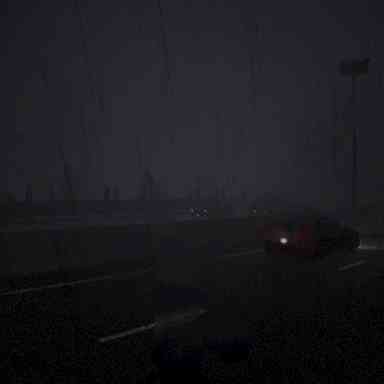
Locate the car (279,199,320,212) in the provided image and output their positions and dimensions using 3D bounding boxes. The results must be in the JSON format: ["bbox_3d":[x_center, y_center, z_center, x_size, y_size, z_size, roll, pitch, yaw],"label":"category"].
[{"bbox_3d":[9.374,1.599,28.000,1.812,1.442,4.674,0,0,38],"label":"car"}]

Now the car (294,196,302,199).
[{"bbox_3d":[20.506,1.795,66.021,1.882,1.535,5.008,0,0,14],"label":"car"}]

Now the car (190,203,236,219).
[{"bbox_3d":[1.948,1.676,29.915,1.895,1.301,4.718,0,0,40],"label":"car"}]

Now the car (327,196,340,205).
[{"bbox_3d":[27.276,1.837,64.231,1.994,1.385,4.181,0,0,14],"label":"car"}]

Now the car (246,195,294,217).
[{"bbox_3d":[7.049,1.305,30.602,2.150,2.045,5.566,0,0,38],"label":"car"}]

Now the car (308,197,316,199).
[{"bbox_3d":[24.413,1.808,67.426,1.837,1.490,4.892,0,0,14],"label":"car"}]

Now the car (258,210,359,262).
[{"bbox_3d":[4.531,1.585,12.383,4.181,1.385,1.994,0,0,-42],"label":"car"}]
